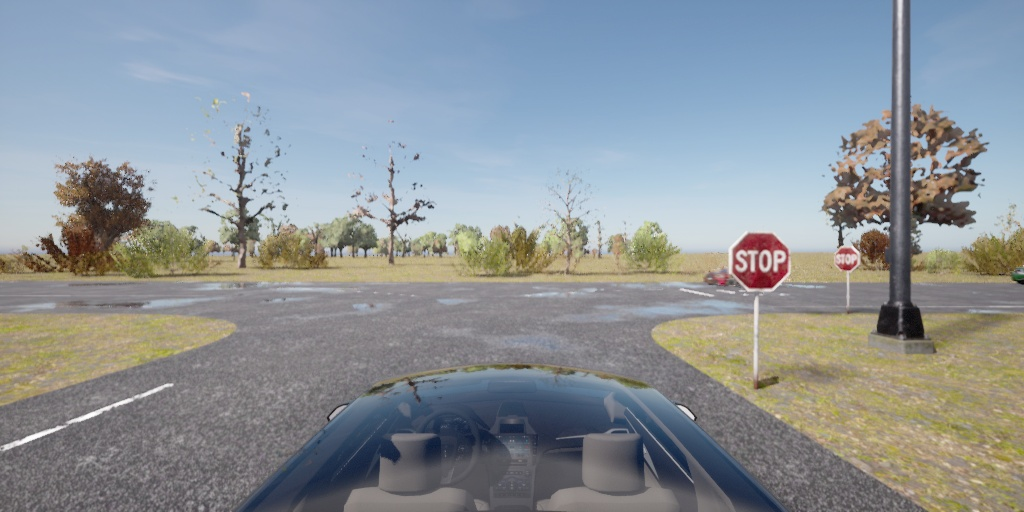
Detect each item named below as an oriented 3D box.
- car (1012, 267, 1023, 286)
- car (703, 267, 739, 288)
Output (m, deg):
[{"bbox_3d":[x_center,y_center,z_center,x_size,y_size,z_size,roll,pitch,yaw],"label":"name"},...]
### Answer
[{"bbox_3d":[36.727,1.040,23.608,5.566,2.045,2.150,0,0,-2],"label":"car"},{"bbox_3d":[14.636,1.285,22.945,4.181,1.385,1.994,0,0,-2],"label":"car"}]
